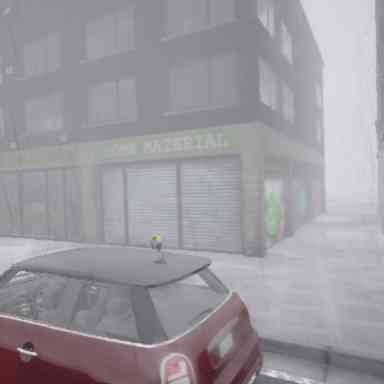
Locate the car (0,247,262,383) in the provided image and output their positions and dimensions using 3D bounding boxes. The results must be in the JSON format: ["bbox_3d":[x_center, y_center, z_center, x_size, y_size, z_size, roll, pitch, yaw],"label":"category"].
[{"bbox_3d":[-1.413,1.385,3.821,4.097,1.590,1.967,-1,1,28],"label":"car"}]
